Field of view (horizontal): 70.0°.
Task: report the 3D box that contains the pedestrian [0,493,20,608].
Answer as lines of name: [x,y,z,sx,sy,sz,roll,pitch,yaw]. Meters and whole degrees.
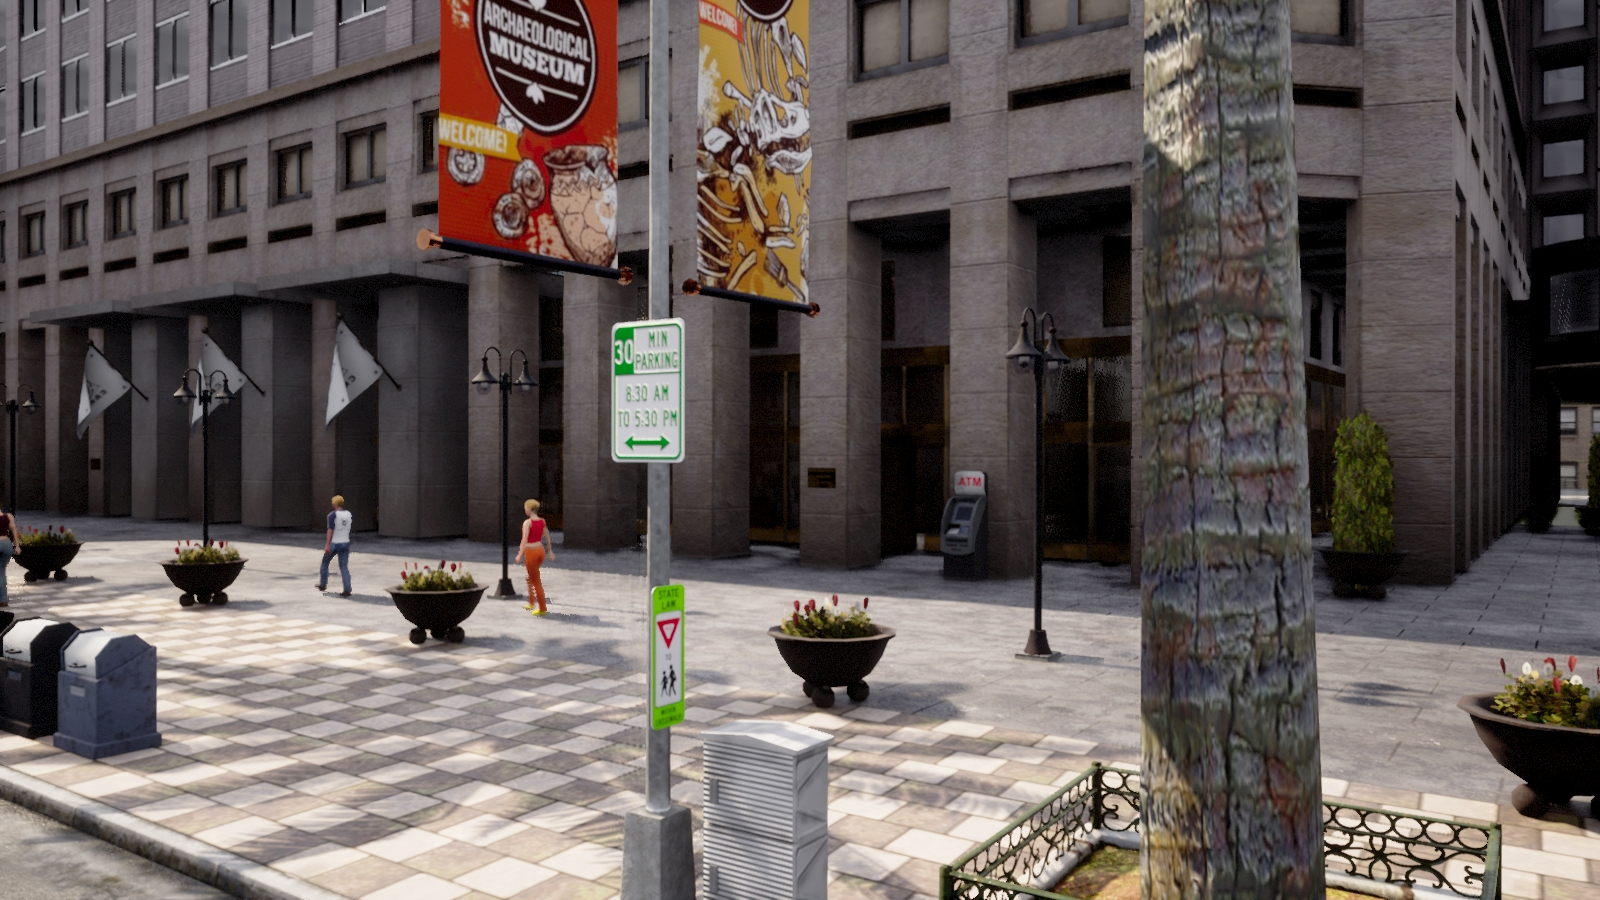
pedestrian: [-13.133,1.653,18.808,0.375,1.860,0.375,0,0,35]

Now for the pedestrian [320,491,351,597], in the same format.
pedestrian: [-8.272,1.662,20.348,0.375,1.860,0.375,0,0,36]

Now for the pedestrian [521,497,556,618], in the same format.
pedestrian: [-4.111,1.676,17.958,0.375,1.860,0.375,0,0,30]
